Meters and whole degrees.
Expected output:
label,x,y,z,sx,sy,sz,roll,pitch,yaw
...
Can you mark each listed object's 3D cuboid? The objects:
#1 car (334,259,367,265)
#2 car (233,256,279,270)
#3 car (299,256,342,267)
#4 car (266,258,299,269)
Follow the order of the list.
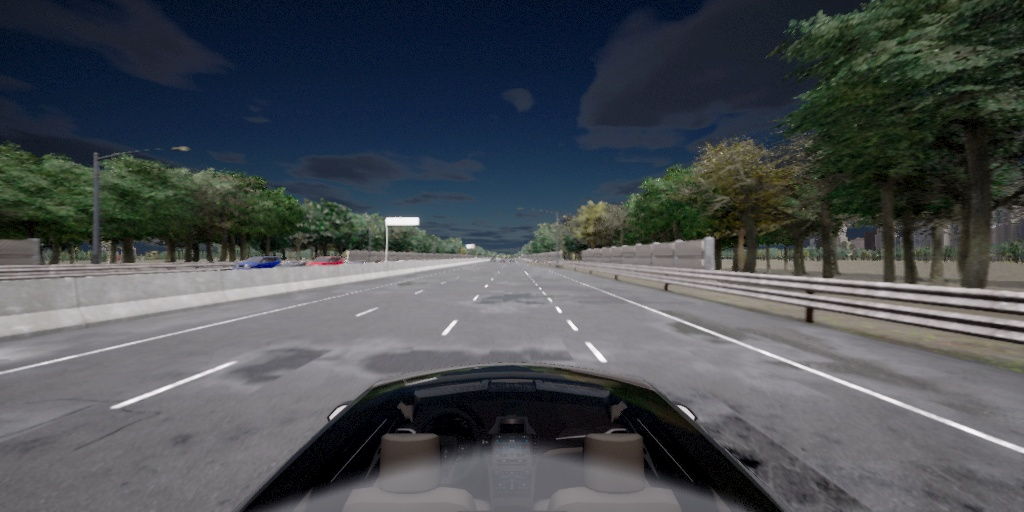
label,x,y,z,sx,sy,sz,roll,pitch,yaw
car,-17.572,1.386,40.670,2.033,1.411,5.357,0,0,0
car,-28.051,1.058,39.844,2.150,2.045,5.566,0,0,0
car,-21.070,1.060,40.559,2.150,2.045,5.566,0,0,0
car,-24.568,1.329,40.226,2.128,1.511,4.902,0,0,0
